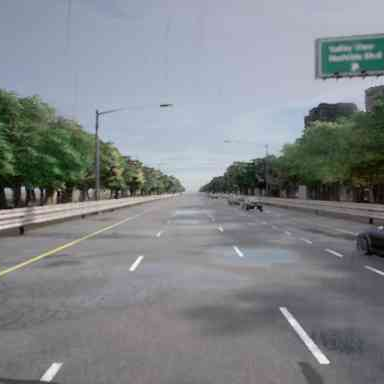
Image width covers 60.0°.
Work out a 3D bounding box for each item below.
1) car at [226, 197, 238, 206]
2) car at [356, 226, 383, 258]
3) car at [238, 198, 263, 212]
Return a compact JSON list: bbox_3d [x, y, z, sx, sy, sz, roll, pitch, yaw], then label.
[{"bbox_3d":[6.998,1.550,56.615,2.033,1.411,5.357,0,0,0],"label":"car"},{"bbox_3d":[6.999,1.568,10.468,1.994,1.385,4.181,0,0,0],"label":"car"},{"bbox_3d":[6.999,1.506,38.960,1.837,1.490,4.892,0,0,0],"label":"car"}]
